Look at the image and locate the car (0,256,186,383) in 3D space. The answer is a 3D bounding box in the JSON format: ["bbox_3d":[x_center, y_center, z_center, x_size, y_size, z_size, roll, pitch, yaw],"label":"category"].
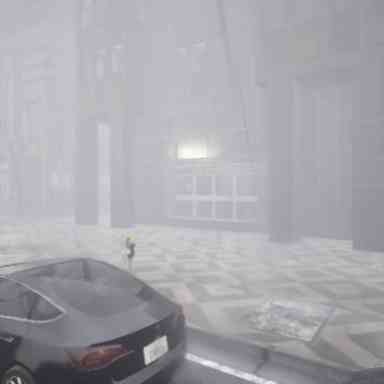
[{"bbox_3d":[-2.076,1.533,4.329,4.313,1.339,1.947,0,0,34],"label":"car"}]

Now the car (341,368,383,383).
[{"bbox_3d":[2.621,1.559,1.213,4.313,1.339,1.947,0,0,34],"label":"car"}]
